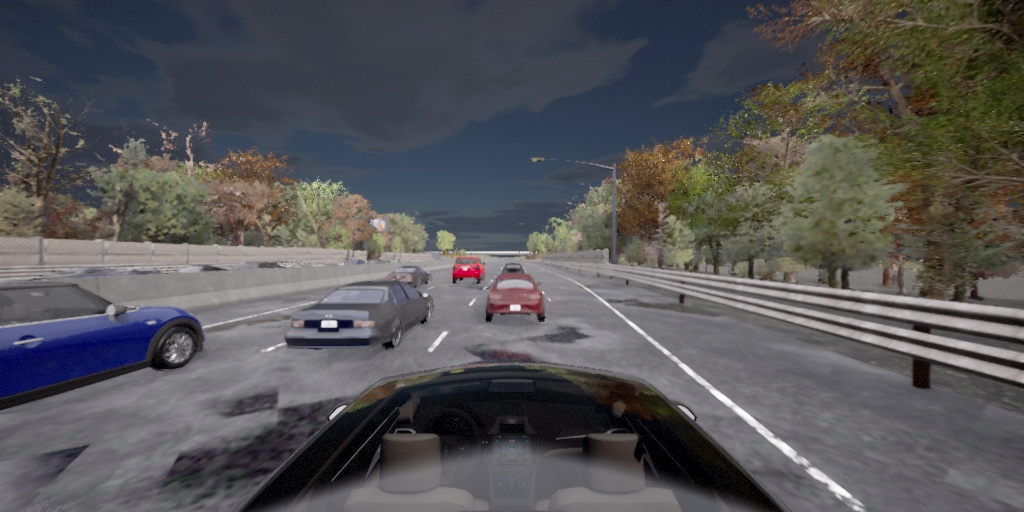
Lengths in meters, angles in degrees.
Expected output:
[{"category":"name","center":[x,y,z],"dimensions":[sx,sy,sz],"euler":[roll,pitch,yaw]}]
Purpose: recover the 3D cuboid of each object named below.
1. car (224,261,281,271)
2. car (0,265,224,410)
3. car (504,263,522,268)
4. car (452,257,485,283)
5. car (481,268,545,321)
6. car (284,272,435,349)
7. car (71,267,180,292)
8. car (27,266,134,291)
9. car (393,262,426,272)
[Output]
[{"category":"car","center":[-17.597,1.178,24.296],"dimensions":[2.097,1.767,4.553],"euler":[0,0,0]},{"category":"car","center":[-6.911,1.111,4.942],"dimensions":[2.097,1.767,4.553],"euler":[0,0,0]},{"category":"car","center":[0.099,1.353,29.732],"dimensions":[1.837,1.490,4.892],"euler":[0,0,0]},{"category":"car","center":[-3.401,1.066,28.727],"dimensions":[2.150,2.045,5.566],"euler":[0,0,0]},{"category":"car","center":[0.097,1.310,12.478],"dimensions":[1.812,1.442,4.674],"euler":[0,0,0]},{"category":"car","center":[-3.401,1.321,9.180],"dimensions":[2.033,1.411,5.357],"euler":[0,0,0]},{"category":"car","center":[-24.600,1.422,23.145],"dimensions":[1.895,1.301,4.718],"euler":[0,0,0]},{"category":"car","center":[-27.805,1.386,23.356],"dimensions":[1.994,1.385,4.181],"euler":[0,0,-2]},{"category":"car","center":[-6.901,1.375,24.388],"dimensions":[2.033,1.411,5.357],"euler":[0,0,0]}]
